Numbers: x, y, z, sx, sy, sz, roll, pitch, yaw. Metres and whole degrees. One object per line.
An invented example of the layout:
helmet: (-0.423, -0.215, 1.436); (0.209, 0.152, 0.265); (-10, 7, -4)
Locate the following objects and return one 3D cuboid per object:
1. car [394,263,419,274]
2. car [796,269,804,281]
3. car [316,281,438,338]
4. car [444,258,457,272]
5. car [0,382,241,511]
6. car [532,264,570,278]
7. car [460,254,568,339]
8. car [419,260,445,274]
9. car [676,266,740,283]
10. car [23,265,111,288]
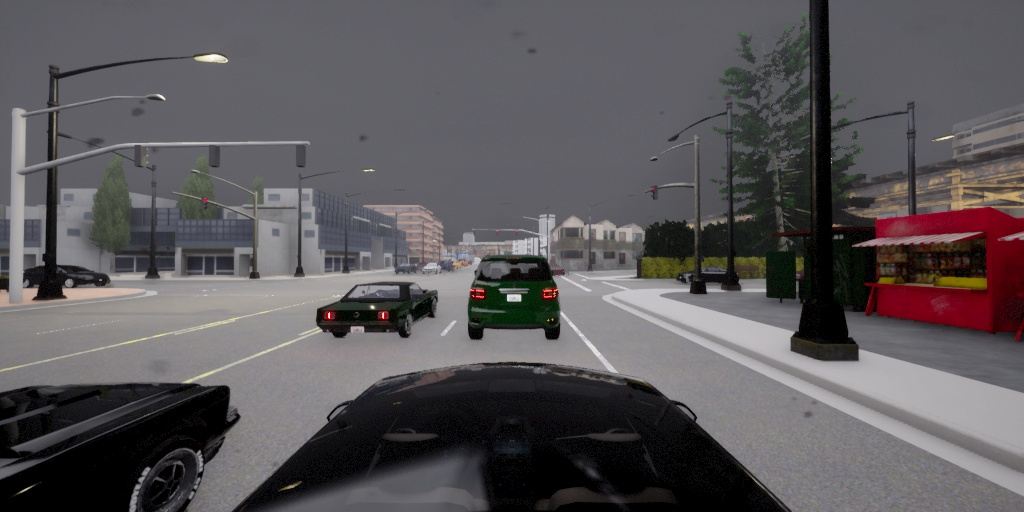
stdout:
car: (-14.141, 1.670, 48.241); (2.033, 1.411, 5.357); (0, -1, 0)
car: (23.242, 1.409, 27.045); (4.674, 1.442, 1.812); (0, -1, 1)
car: (-3.438, 1.368, 10.240); (1.895, 1.301, 4.718); (0, 0, 0)
car: (-10.621, 1.526, 56.896); (2.097, 1.767, 4.553); (0, 0, 0)
car: (-3.402, 1.351, 1.100); (1.895, 1.301, 4.718); (0, 0, 0)
car: (4.358, 1.607, 39.810); (1.994, 1.385, 4.181); (-1, -1, 44)
car: (0.059, 0.986, 10.224); (2.150, 2.045, 5.566); (0, 0, 0)
car: (-10.631, 1.642, 47.869); (1.812, 1.442, 4.674); (0, 0, 0)
car: (14.745, 1.448, 27.112); (4.181, 1.385, 1.994); (0, -1, 0)
car: (-29.644, 1.343, 23.742); (4.892, 1.490, 1.837); (0, -1, 1)
